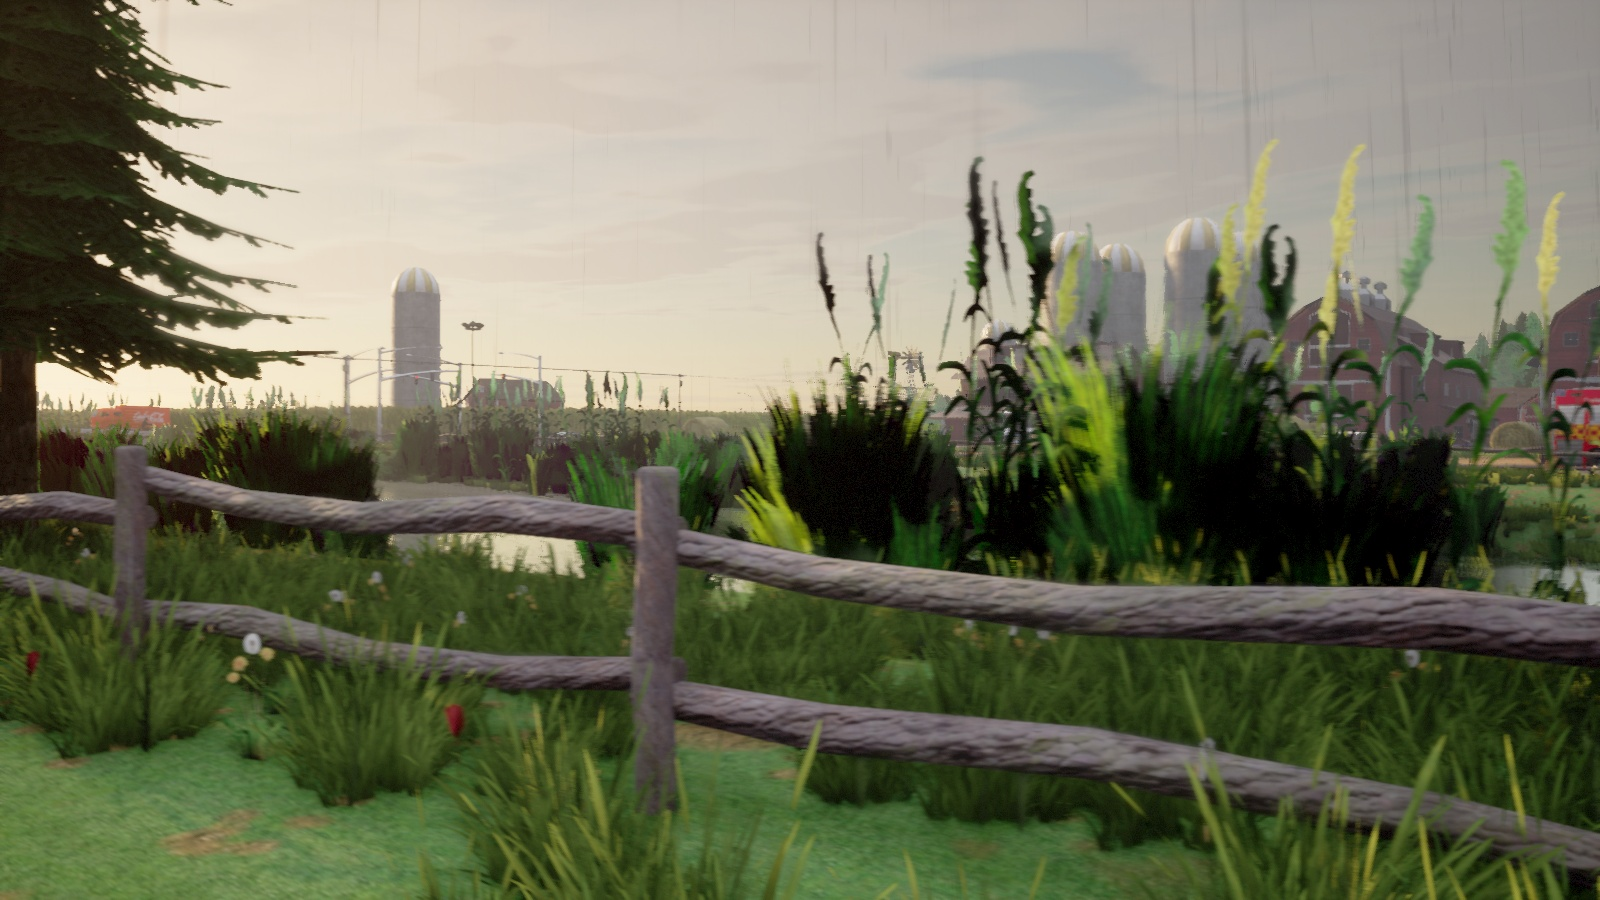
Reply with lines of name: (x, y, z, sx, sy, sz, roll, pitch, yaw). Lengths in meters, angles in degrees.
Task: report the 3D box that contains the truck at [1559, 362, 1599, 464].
truck: (33.000, -1.392, 45.997, 8.468, 3.827, 2.891, 0, 1, 43)
